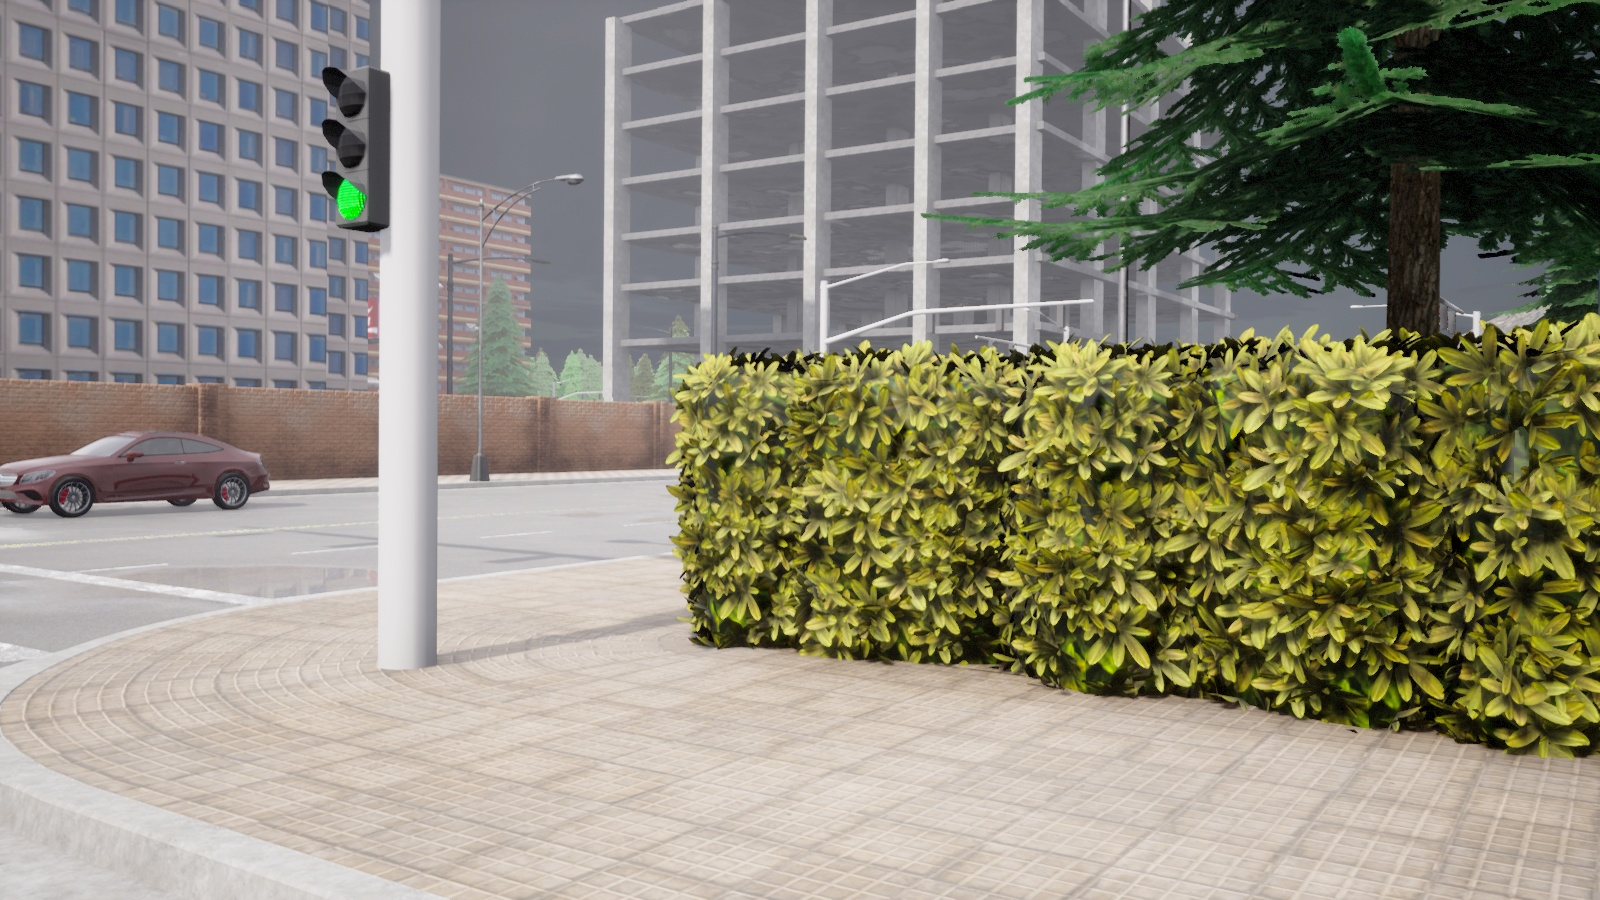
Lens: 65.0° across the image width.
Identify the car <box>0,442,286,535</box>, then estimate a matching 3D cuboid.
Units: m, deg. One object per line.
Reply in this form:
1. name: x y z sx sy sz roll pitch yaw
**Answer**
1. car: -11.841 0.599 22.469 1.812 1.442 4.674 0 1 33
